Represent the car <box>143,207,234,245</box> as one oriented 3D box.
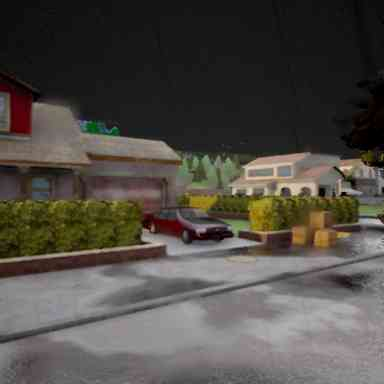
[{"bbox_3d":[-0.411,1.388,15.096,2.033,1.415,5.357,0,0,-33],"label":"car"}]
